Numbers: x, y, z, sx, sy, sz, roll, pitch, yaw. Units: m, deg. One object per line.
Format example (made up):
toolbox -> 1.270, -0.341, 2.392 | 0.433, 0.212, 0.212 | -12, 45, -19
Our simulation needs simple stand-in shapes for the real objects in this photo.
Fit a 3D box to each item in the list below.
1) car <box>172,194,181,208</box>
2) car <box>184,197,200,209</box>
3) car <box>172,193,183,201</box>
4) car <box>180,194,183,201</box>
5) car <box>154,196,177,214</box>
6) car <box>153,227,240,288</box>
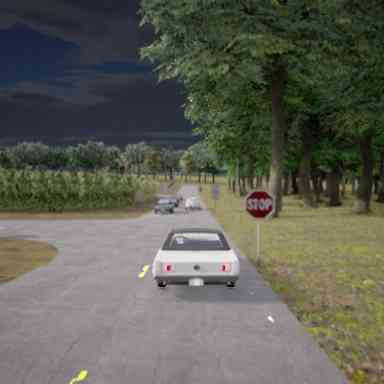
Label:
car -> -2.868, 1.380, 44.531 | 1.994, 1.385, 4.181 | 0, 1, 0
car -> 0.079, 1.379, 42.146 | 1.812, 1.442, 4.674 | 0, 1, 0
car -> -2.817, 0.994, 64.610 | 1.994, 1.385, 4.181 | 0, 1, 0
car -> -2.865, 1.243, 53.814 | 1.895, 1.301, 4.718 | 0, 1, 0
car -> -2.867, 1.469, 35.174 | 1.812, 1.442, 4.674 | 0, 1, 0
car -> 0.095, 1.631, 9.262 | 1.895, 1.301, 4.718 | 0, 0, 0
